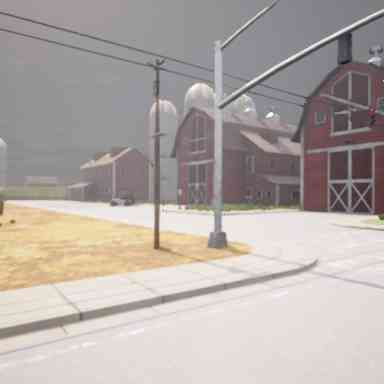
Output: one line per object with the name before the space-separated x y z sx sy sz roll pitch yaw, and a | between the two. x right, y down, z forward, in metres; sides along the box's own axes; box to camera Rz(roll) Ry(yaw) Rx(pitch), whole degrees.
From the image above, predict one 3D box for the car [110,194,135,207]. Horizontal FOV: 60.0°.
car | -10.933 1.256 52.676 3.866 1.878 1.905 -2 5 11
